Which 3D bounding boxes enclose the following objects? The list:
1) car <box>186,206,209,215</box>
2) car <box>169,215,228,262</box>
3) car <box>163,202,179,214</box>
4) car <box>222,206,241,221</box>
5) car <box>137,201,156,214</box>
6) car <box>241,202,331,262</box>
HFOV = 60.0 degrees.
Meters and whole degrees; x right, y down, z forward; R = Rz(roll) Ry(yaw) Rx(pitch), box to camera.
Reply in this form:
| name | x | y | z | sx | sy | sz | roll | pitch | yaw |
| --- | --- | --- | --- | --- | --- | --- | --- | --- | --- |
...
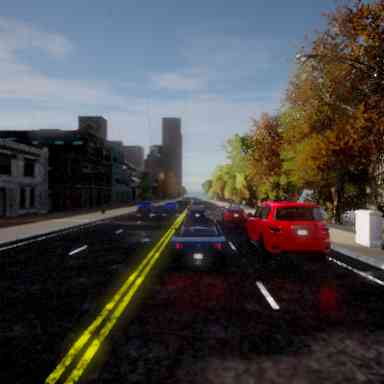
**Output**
| name | x | y | z | sx | sy | sz | roll | pitch | yaw |
| --- | --- | --- | --- | --- | --- | --- | --- | --- | --- |
| car | 0.497 | 1.946 | 29.866 | 1.994 | 1.385 | 4.181 | 0 | -1 | 1 |
| car | 0.247 | 1.765 | 12.712 | 1.895 | 1.301 | 4.718 | 0 | -1 | 1 |
| car | -2.729 | 2.020 | 43.815 | 1.882 | 1.535 | 5.008 | 0 | -1 | 1 |
| car | 3.745 | 1.961 | 29.761 | 1.994 | 1.385 | 4.181 | 0 | -1 | 1 |
| car | -5.979 | 2.004 | 43.863 | 1.882 | 1.535 | 5.008 | 0 | -1 | 1 |
| car | 3.508 | 1.406 | 13.102 | 2.150 | 2.045 | 5.566 | 0 | -1 | 1 |
